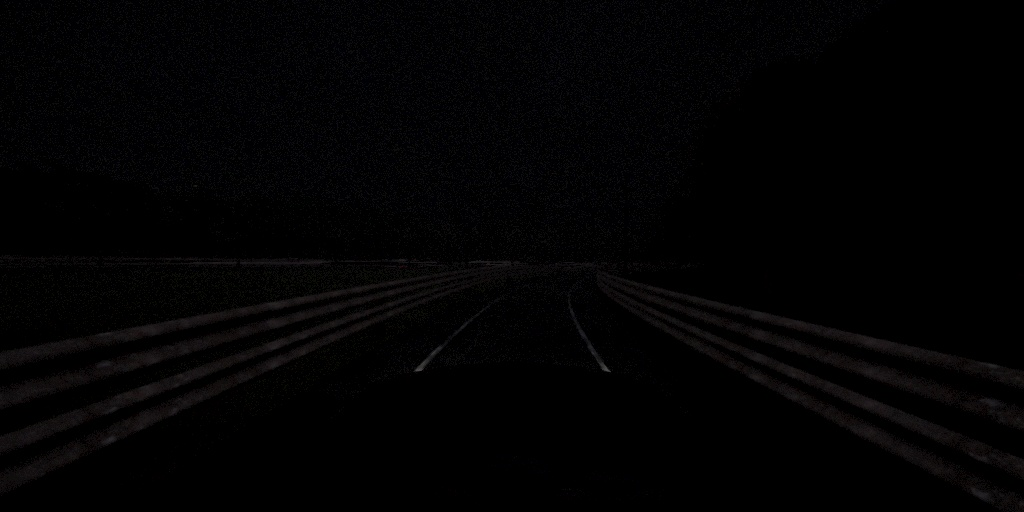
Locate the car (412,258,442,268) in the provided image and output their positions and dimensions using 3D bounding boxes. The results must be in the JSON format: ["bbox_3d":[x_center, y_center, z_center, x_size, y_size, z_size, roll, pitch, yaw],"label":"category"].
[{"bbox_3d":[-14.314,1.199,61.919,4.553,1.767,2.097,1,-1,-41],"label":"car"}]
